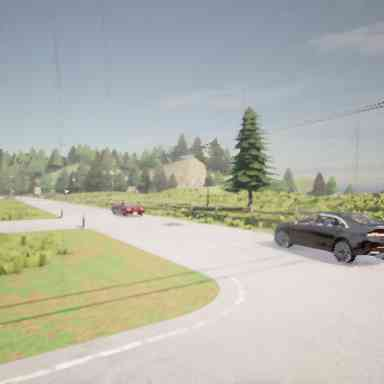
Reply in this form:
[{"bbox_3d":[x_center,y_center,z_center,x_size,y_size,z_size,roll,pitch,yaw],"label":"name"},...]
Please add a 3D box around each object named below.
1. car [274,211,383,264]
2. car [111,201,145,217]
[{"bbox_3d":[4.886,1.429,11.774,2.128,1.511,4.902,0,0,-23],"label":"car"},{"bbox_3d":[-6.027,1.526,30.798,1.895,1.301,4.718,0,0,-30],"label":"car"}]
